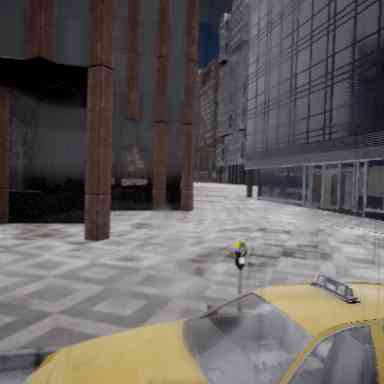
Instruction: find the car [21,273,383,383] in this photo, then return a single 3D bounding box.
[{"bbox_3d":[0.990,1.459,2.910,4.829,1.417,1.752,1,2,-15],"label":"car"}]
